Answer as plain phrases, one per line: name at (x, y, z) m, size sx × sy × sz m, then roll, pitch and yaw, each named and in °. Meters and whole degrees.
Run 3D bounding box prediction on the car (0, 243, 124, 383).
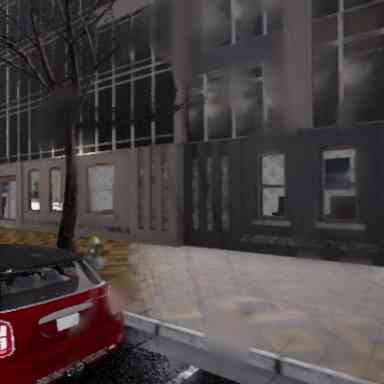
car at (-2.956, 1.482, 4.828) m, size 4.097 × 1.590 × 1.967 m, roll -1°, pitch 0°, yaw 36°
